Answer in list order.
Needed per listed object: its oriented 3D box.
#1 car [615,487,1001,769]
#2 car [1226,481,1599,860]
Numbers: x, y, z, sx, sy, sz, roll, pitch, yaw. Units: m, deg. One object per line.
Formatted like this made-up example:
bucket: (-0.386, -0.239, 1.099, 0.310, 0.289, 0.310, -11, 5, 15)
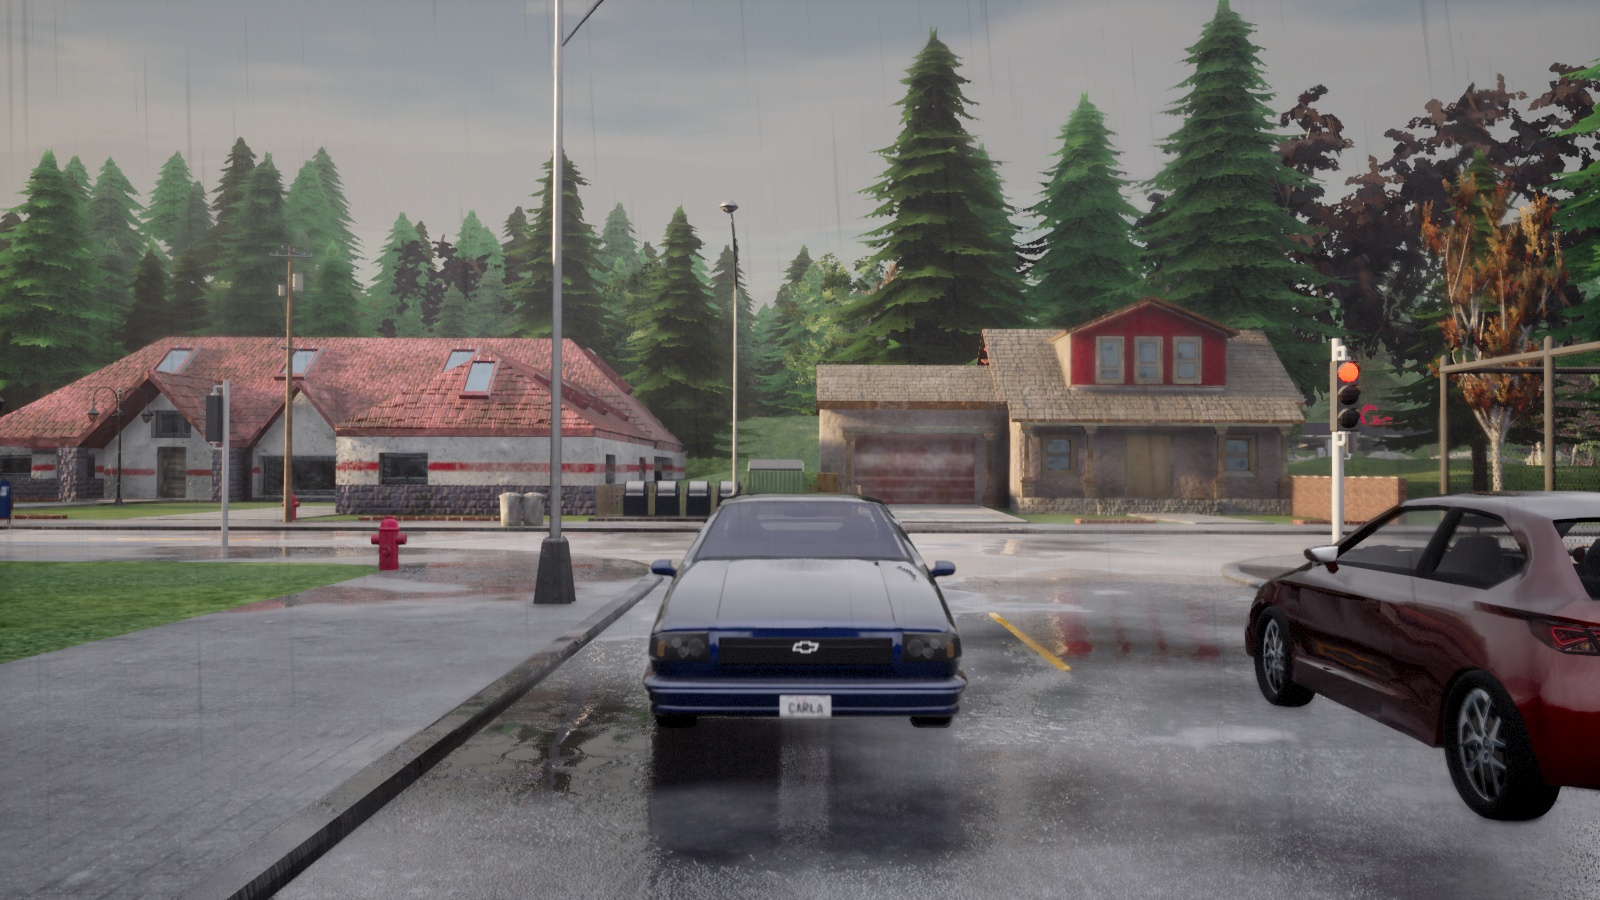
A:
car: (0.025, 1.019, 9.326, 2.033, 1.411, 5.357, 0, -1, 0)
car: (3.976, 0.932, 7.101, 1.816, 1.474, 4.193, 0, -1, 2)
